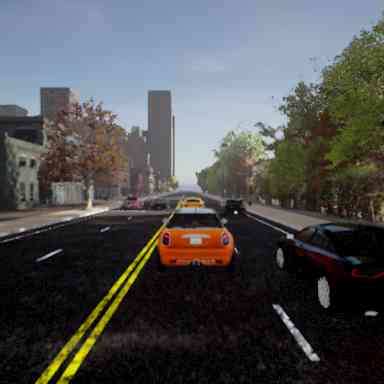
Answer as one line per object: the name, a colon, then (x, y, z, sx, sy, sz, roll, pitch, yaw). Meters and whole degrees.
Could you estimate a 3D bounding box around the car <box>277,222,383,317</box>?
car: (3.350, 1.420, 7.508, 1.882, 1.535, 5.008, 0, 0, 0)

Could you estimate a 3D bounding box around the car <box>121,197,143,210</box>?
car: (-6.657, 1.245, 37.248, 1.812, 1.442, 4.674, 0, 0, -1)

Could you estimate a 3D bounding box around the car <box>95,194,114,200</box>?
car: (-20.693, 1.230, 78.666, 4.313, 1.339, 1.947, -1, 2, -1)

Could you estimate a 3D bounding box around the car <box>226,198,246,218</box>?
car: (3.347, 1.294, 27.807, 1.837, 1.490, 4.892, 0, 0, 0)

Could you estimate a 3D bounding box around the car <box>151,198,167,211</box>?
car: (-3.399, 1.327, 36.331, 1.895, 1.301, 4.718, 0, 0, -1)

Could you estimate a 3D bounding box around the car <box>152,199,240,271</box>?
car: (0.101, 1.270, 10.724, 2.097, 1.767, 4.553, 0, 0, 0)
